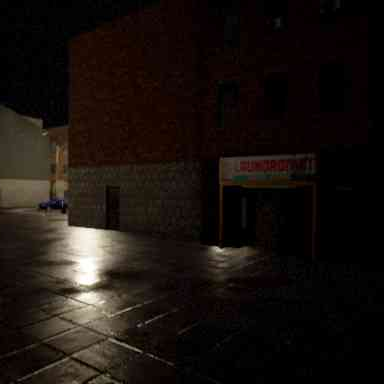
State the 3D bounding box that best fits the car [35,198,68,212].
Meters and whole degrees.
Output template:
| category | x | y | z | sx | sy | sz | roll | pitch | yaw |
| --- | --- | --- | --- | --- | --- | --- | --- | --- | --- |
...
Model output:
| category | x | y | z | sx | sy | sz | roll | pitch | yaw |
| --- | --- | --- | --- | --- | --- | --- | --- | --- | --- |
| car | -14.630 | 1.342 | 36.222 | 1.812 | 1.442 | 4.674 | 1 | 0 | 36 |
